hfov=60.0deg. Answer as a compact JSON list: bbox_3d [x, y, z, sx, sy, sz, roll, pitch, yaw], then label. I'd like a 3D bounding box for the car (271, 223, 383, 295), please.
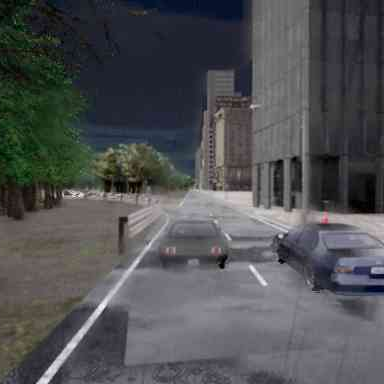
[{"bbox_3d":[3.542,1.520,8.789,2.033,1.411,5.357,0,0,1],"label":"car"}]

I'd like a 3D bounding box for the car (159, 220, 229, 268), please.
[{"bbox_3d":[0.062,1.567,11.054,1.895,1.301,4.718,0,0,0],"label":"car"}]

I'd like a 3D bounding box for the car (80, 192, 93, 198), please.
[{"bbox_3d":[-26.893,0.753,84.608,4.892,1.490,1.837,1,1,44],"label":"car"}]
